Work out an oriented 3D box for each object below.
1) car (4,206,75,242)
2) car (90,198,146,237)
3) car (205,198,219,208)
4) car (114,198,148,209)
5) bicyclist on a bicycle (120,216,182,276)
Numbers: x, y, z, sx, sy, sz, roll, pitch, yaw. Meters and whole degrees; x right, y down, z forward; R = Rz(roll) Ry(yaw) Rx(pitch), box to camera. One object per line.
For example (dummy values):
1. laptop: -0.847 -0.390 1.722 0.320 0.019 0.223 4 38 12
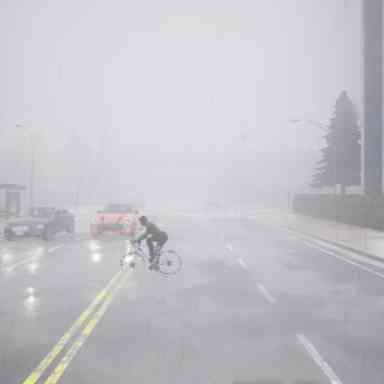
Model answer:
1. car: -7.341 1.492 16.521 2.128 1.511 4.902 0 0 -1
2. car: -3.858 1.351 17.783 2.097 1.767 4.553 0 0 -1
3. car: 2.803 1.513 47.208 2.033 1.411 5.357 0 0 -1
4. car: -8.392 1.511 45.693 4.181 1.385 1.994 0 0 29
5. bicyclist on a bicycle: -1.115 1.455 8.878 1.656 1.620 0.582 -2 0 -1
